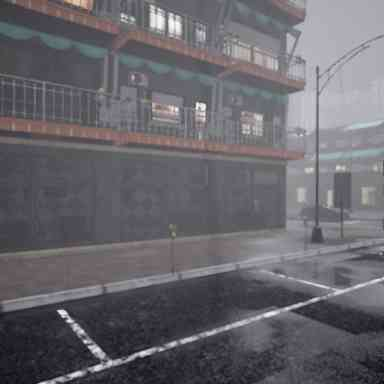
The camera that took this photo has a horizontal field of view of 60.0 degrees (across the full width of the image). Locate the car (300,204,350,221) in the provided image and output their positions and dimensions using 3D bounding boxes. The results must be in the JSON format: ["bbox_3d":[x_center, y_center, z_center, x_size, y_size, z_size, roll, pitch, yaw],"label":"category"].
[{"bbox_3d":[11.689,1.774,29.481,1.994,1.385,4.181,0,-1,-35],"label":"car"}]
